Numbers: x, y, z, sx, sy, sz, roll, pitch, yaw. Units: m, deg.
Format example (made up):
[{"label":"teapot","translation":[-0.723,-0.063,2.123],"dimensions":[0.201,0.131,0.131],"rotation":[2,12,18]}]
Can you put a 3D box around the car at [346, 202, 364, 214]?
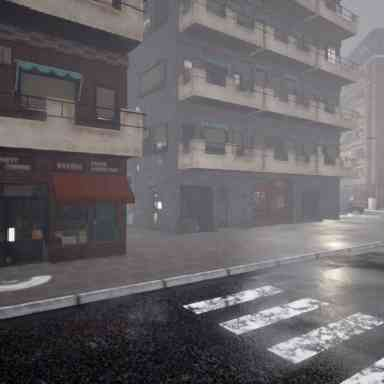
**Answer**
[{"label":"car","translation":[18.050,1.789,38.328],"dimensions":[1.895,1.301,4.718],"rotation":[0,0,5]}]
